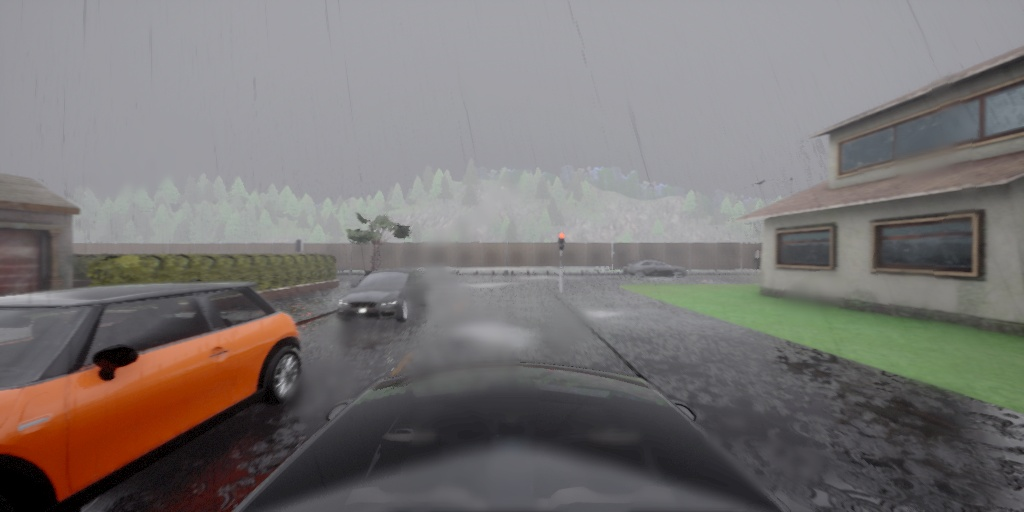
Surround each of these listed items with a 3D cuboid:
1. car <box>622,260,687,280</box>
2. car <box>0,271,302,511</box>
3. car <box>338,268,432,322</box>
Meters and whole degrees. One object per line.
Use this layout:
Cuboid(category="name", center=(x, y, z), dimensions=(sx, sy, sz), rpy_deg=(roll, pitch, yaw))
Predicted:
Cuboid(category="car", center=(11.260, 1.071, 28.408), dimensions=(4.902, 1.511, 2.128), rpy_deg=(0, 0, 2))
Cuboid(category="car", center=(-4.080, 1.096, 3.254), dimensions=(2.097, 1.767, 4.553), rpy_deg=(0, 0, 0))
Cuboid(category="car", center=(-4.003, 1.203, 12.039), dimensions=(1.837, 1.490, 4.892), rpy_deg=(0, 0, 0))
